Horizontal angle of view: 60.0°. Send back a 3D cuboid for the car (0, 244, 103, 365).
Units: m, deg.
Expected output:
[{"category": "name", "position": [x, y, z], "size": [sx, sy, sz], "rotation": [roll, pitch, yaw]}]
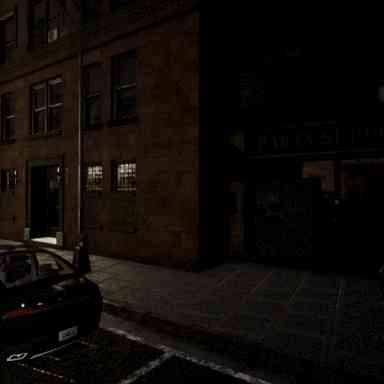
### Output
[{"category": "car", "position": [-3.334, 1.551, 5.470], "size": [4.403, 1.369, 2.008], "rotation": [0, 0, 36]}]
